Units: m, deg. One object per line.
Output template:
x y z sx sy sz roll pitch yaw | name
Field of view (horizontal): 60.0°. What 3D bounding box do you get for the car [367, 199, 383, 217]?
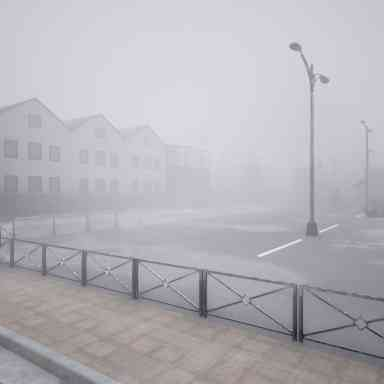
15.385 1.298 26.832 2.007 1.523 4.514 0 0 35 | car
